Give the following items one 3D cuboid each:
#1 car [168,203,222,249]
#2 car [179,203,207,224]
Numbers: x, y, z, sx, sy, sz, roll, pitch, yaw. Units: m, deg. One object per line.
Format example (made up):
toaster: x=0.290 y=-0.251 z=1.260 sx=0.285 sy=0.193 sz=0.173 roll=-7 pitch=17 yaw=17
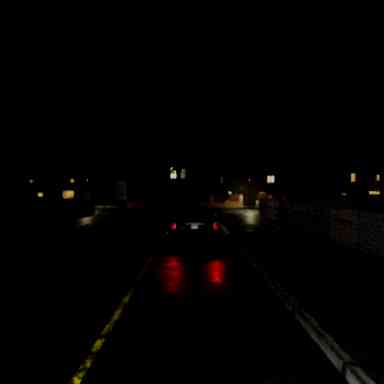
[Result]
car: x=0.097 y=1.346 z=14.723 sx=2.097 sy=1.767 sz=4.553 roll=0 pitch=0 yaw=0
car: x=0.104 y=1.561 z=25.410 sx=1.994 sy=1.385 sz=4.181 roll=0 pitch=0 yaw=1
